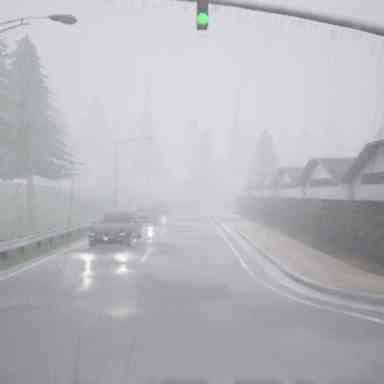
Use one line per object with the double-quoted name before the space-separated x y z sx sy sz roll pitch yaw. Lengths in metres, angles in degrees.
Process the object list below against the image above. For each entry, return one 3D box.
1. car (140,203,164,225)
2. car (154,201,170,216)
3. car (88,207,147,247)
"car" -3.589 1.827 26.170 1.994 1.385 4.181 0 0 0
"car" -3.503 1.832 36.526 1.837 1.490 4.892 0 0 2
"car" -3.595 1.707 16.257 1.837 1.490 4.892 0 0 0
